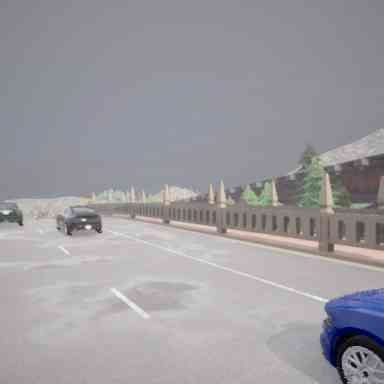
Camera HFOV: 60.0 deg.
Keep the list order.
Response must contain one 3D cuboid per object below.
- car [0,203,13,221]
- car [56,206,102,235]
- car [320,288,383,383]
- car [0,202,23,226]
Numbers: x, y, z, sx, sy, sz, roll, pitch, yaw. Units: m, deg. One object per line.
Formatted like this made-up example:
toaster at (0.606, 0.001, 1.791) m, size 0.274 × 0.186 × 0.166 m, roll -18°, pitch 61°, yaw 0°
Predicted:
car at (-20.661, 2.262, 36.037) m, size 2.097 × 1.767 × 4.553 m, roll 0°, pitch -5°, yaw -31°
car at (-6.634, 1.562, 19.366) m, size 1.837 × 1.490 × 4.892 m, roll 0°, pitch 0°, yaw -31°
car at (3.410, 1.467, 2.540) m, size 1.882 × 1.535 × 5.008 m, roll 0°, pitch 0°, yaw -31°
car at (-13.626, 1.509, 24.249) m, size 2.097 × 1.767 × 4.553 m, roll 0°, pitch -1°, yaw -31°
